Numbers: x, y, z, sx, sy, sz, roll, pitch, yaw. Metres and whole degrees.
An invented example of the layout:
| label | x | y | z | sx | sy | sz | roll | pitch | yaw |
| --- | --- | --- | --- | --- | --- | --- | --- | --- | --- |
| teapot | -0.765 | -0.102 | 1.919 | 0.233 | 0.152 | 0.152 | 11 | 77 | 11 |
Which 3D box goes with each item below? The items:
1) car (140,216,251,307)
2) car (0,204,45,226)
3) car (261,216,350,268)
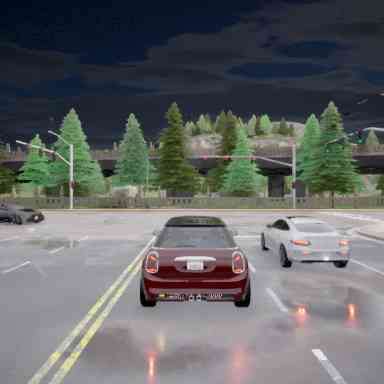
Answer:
| label | x | y | z | sx | sy | sz | roll | pitch | yaw |
| --- | --- | --- | --- | --- | --- | --- | --- | --- | --- |
| car | 0.078 | 1.352 | 8.136 | 2.097 | 1.767 | 4.553 | 0 | 0 | 1 |
| car | -12.349 | 1.522 | 23.026 | 4.181 | 1.385 | 1.994 | 1 | 0 | 18 |
| car | 3.595 | 1.526 | 11.183 | 1.812 | 1.442 | 4.674 | 0 | 0 | 0 |
